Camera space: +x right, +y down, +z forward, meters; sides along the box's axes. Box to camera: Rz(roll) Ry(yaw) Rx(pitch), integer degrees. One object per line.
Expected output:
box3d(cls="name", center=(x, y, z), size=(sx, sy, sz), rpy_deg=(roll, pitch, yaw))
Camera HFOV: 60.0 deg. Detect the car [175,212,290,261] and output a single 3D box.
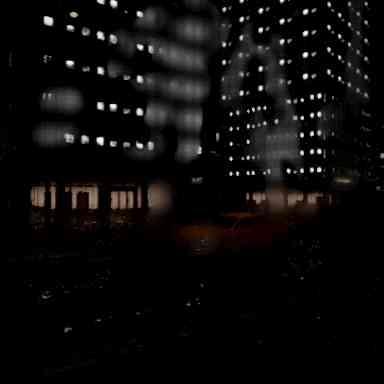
box3d(cls="car", center=(1.687, 1.572, 12.897), size=(5.008, 1.535, 1.882), rpy_deg=(1, -1, -36))
